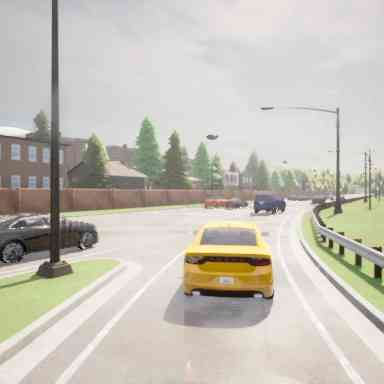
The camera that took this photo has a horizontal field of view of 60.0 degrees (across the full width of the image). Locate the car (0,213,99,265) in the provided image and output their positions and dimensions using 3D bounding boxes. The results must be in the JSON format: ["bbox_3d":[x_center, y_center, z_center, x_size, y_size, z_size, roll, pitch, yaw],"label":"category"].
[{"bbox_3d":[-5.556,1.491,11.916,2.128,1.511,4.902,0,0,31],"label":"car"}]

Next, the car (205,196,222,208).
[{"bbox_3d":[3.641,1.350,47.772,2.097,1.767,4.553,0,0,31],"label":"car"}]

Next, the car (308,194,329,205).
[{"bbox_3d":[22.408,1.501,58.710,1.837,1.490,4.892,0,0,31],"label":"car"}]

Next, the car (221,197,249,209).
[{"bbox_3d":[6.110,1.523,45.082,1.812,1.442,4.674,0,0,31],"label":"car"}]

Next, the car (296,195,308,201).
[{"bbox_3d":[27.332,1.590,80.804,1.895,1.301,4.718,0,0,31],"label":"car"}]

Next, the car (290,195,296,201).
[{"bbox_3d":[25.926,1.519,85.277,1.812,1.442,4.674,0,0,31],"label":"car"}]

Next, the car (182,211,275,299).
[{"bbox_3d":[0.980,1.477,8.571,1.882,1.535,5.008,0,0,8],"label":"car"}]

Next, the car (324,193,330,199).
[{"bbox_3d":[31.466,1.495,80.899,1.837,1.490,4.892,0,0,31],"label":"car"}]

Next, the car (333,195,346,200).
[{"bbox_3d":[38.496,1.534,85.844,2.033,1.411,5.357,0,0,31],"label":"car"}]

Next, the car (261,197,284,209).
[{"bbox_3d":[11.489,1.474,47.264,1.882,1.535,5.008,0,0,31],"label":"car"}]

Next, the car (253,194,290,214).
[{"bbox_3d":[8.240,1.220,34.997,2.150,2.045,5.566,0,0,31],"label":"car"}]
